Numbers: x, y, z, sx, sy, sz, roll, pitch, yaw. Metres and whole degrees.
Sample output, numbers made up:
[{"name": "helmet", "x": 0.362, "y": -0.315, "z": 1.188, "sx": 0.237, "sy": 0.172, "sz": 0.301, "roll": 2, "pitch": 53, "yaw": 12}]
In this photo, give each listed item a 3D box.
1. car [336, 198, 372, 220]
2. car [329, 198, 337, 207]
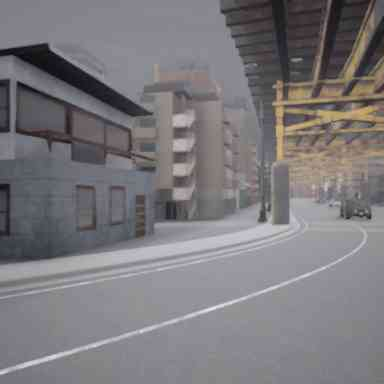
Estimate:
[{"name": "car", "x": 16.548, "y": 1.729, "z": 33.816, "sx": 2.150, "sy": 2.045, "sz": 5.566, "roll": 0, "pitch": -1, "yaw": 15}, {"name": "car", "x": 32.487, "y": 2.340, "z": 75.155, "sx": 2.150, "sy": 2.045, "sz": 5.566, "roll": 0, "pitch": -1, "yaw": 15}]
